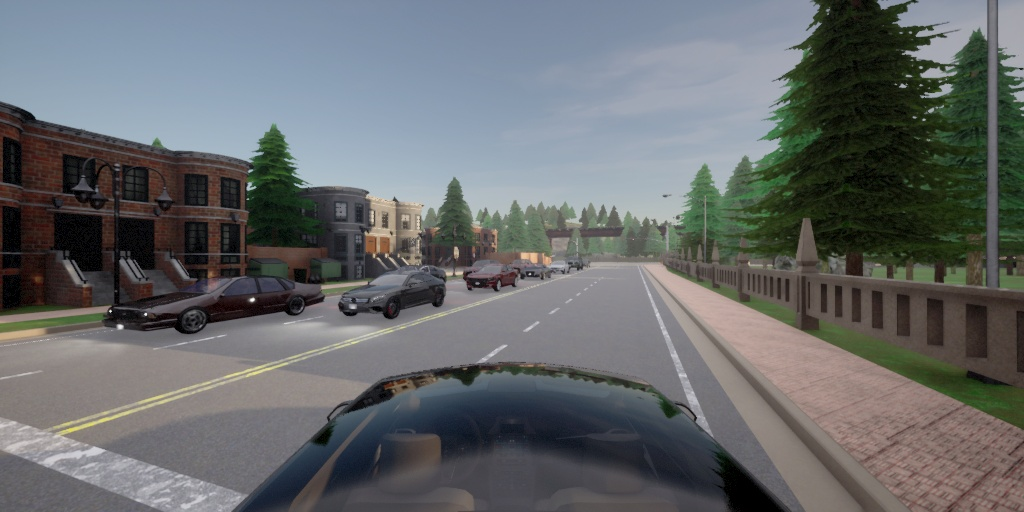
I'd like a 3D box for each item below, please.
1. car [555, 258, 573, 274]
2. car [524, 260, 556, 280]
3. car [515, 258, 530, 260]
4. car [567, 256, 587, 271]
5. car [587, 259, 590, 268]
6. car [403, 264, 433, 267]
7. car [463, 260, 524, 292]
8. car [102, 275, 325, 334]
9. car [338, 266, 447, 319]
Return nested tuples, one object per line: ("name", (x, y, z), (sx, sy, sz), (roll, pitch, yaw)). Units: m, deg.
("car", (5.382, 1.271, 40.966), (1.812, 1.442, 4.674), (0, 0, 19))
("car", (2.147, 1.311, 31.414), (1.994, 1.385, 4.181), (0, 0, 20))
("car", (0.949, 1.098, 38.802), (2.097, 1.767, 4.553), (0, 0, 19))
("car", (8.742, 0.966, 50.841), (2.150, 2.045, 5.566), (0, 0, 19))
("car", (12.215, 1.248, 61.012), (1.837, 1.490, 4.892), (0, 0, 19))
("car", (-5.430, 1.240, 20.028), (2.128, 1.511, 4.902), (0, 0, 18))
("car", (-1.081, 1.225, 21.932), (1.882, 1.535, 5.008), (0, 0, 19))
("car", (-8.475, 1.297, 11.052), (2.033, 1.411, 5.357), (0, 0, 19))
("car", (-4.081, 1.275, 13.099), (1.812, 1.442, 4.674), (0, 0, 19))
